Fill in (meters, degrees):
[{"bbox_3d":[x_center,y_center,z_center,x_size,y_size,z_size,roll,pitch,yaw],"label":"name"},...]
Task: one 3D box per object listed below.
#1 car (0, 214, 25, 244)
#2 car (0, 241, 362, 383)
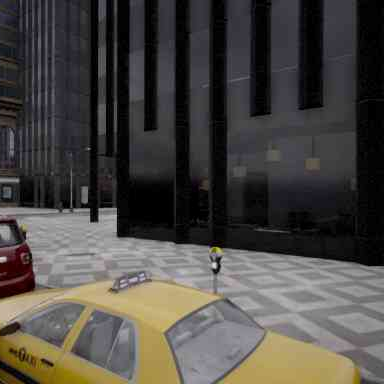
[{"bbox_3d":[-5.132,1.314,6.576,5.009,1.841,2.192,0,0,35],"label":"car"},{"bbox_3d":[-0.836,1.525,3.548,4.829,1.417,1.752,0,0,35],"label":"car"}]
